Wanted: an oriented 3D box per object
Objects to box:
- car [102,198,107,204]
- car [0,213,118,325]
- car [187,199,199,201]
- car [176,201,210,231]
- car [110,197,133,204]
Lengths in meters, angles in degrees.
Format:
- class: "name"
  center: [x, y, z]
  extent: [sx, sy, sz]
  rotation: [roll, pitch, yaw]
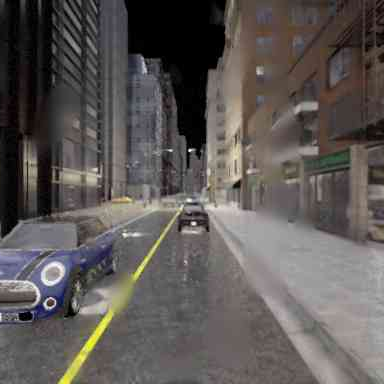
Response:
- class: "car"
  center: [-19.873, 1.755, 68.822]
  extent: [4.507, 1.381, 1.887]
  rotation: [-1, 0, 0]
- class: "car"
  center: [-3.104, 1.355, 7.416]
  extent: [2.097, 1.767, 4.553]
  rotation: [0, 0, 0]
- class: "car"
  center: [0.086, 1.495, 38.576]
  extent: [2.128, 1.511, 4.902]
  rotation: [0, 0, 0]
- class: "car"
  center: [0.093, 1.509, 20.768]
  extent: [1.837, 1.490, 4.892]
  rotation: [0, 0, 0]
- class: "car"
  center: [-14.419, 1.681, 68.855]
  extent: [4.829, 1.417, 1.752]
  rotation: [-1, 0, 0]
